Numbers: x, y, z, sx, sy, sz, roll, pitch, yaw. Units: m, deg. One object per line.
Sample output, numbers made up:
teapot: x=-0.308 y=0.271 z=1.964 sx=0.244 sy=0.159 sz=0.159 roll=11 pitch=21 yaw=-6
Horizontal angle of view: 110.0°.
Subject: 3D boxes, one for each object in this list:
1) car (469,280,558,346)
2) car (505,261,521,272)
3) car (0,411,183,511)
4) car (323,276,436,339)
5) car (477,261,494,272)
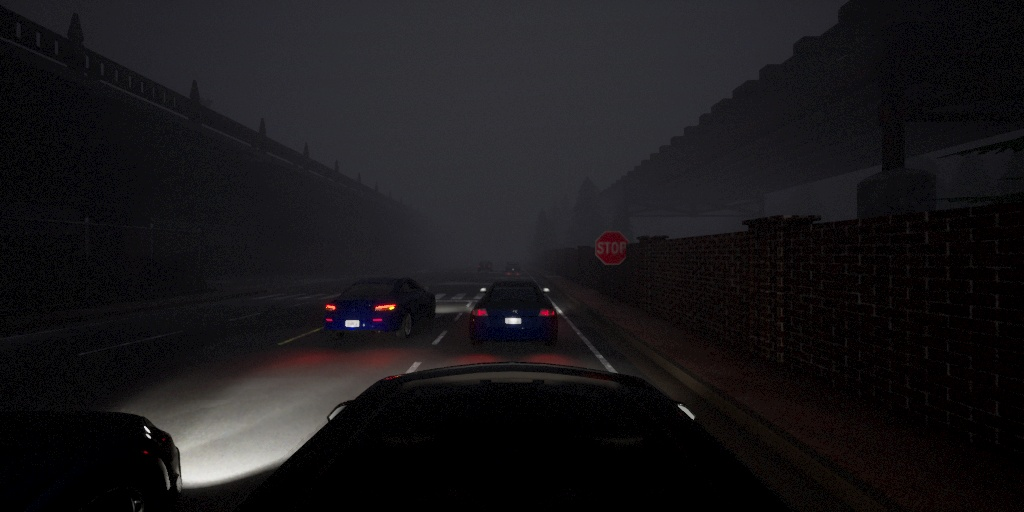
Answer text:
car: x=0.070 y=1.314 z=9.429 sx=1.994 sy=1.385 sz=4.181 roll=0 pitch=0 yaw=1
car: x=0.106 y=1.351 z=46.230 sx=1.895 sy=1.301 sz=4.718 roll=0 pitch=0 yaw=-1
car: x=-3.399 y=1.314 z=0.856 sx=1.994 sy=1.385 sz=4.181 roll=0 pitch=0 yaw=0
car: x=-3.412 y=1.276 z=9.952 sx=1.812 sy=1.442 sz=4.674 roll=0 pitch=0 yaw=0
car: x=-3.389 y=1.297 z=46.024 sx=2.033 sy=1.411 sz=5.357 roll=0 pitch=0 yaw=-1
